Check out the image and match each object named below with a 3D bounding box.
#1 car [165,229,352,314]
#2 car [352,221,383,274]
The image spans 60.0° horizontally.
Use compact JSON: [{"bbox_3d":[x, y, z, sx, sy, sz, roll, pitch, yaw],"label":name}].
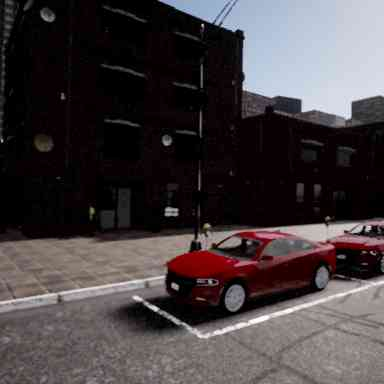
[{"bbox_3d":[1.516,1.598,7.712,4.507,1.381,1.887,1,1,-35],"label":"car"},{"bbox_3d":[6.188,1.652,10.946,4.507,1.381,1.887,1,1,-35],"label":"car"}]
